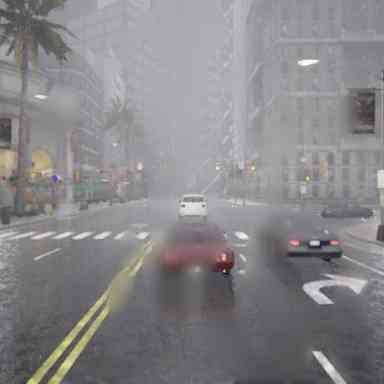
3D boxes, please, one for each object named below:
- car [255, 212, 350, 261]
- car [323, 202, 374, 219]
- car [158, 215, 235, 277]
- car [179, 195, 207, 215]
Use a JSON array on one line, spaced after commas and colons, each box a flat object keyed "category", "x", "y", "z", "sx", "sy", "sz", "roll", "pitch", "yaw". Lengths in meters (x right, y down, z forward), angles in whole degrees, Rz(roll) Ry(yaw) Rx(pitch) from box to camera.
[{"category": "car", "x": 3.627, "y": 1.547, "z": 12.241, "sx": 2.033, "sy": 1.411, "sz": 5.357, "roll": 0, "pitch": 0, "yaw": 1}, {"category": "car", "x": 12.995, "y": 1.562, "z": 27.762, "sx": 4.181, "sy": 1.385, "sz": 1.994, "roll": 0, "pitch": 0, "yaw": -20}, {"category": "car", "x": 0.100, "y": 1.600, "z": 10.243, "sx": 1.895, "sy": 1.301, "sz": 4.718, "roll": 0, "pitch": 0, "yaw": 0}, {"category": "car", "x": 0.099, "y": 1.220, "z": 27.825, "sx": 2.150, "sy": 2.045, "sz": 5.566, "roll": 0, "pitch": 0, "yaw": 0}]
